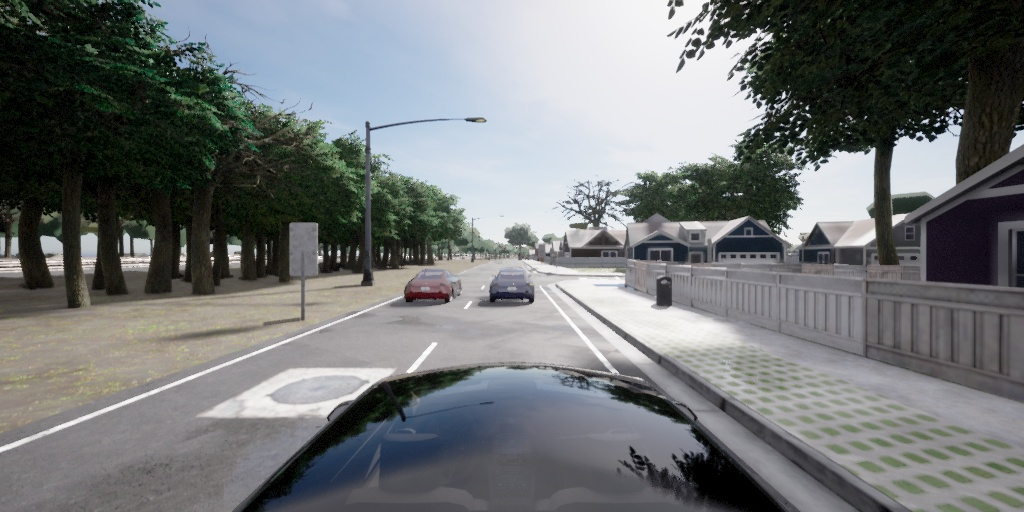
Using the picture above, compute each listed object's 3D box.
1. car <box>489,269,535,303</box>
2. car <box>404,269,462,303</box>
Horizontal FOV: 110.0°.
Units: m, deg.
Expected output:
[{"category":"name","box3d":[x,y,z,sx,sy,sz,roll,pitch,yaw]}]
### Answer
[{"category":"car","box3d":[0.001,1.275,16.495,1.994,1.385,4.181,0,0,0]},{"category":"car","box3d":[-3.500,1.275,16.496,1.994,1.385,4.181,0,0,0]}]
